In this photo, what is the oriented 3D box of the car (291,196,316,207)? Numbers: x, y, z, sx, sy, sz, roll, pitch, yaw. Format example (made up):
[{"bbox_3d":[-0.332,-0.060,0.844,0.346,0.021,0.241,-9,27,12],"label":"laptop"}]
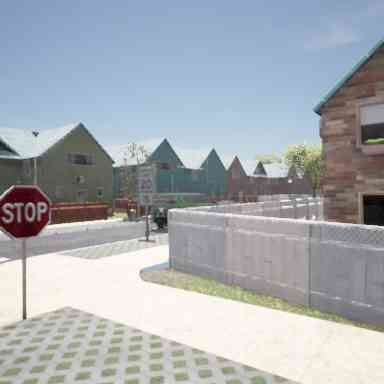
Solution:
[{"bbox_3d":[15.390,1.301,45.815,1.994,1.385,4.181,-2,-1,36],"label":"car"}]

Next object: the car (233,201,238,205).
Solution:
[{"bbox_3d":[2.754,1.424,28.704,1.994,1.385,4.181,-2,-1,36],"label":"car"}]

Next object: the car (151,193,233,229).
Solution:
[{"bbox_3d":[-0.046,1.078,19.897,2.150,2.045,5.566,-2,-1,36],"label":"car"}]

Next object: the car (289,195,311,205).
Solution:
[{"bbox_3d":[12.142,1.062,36.557,2.097,1.767,4.553,-2,-1,36],"label":"car"}]
